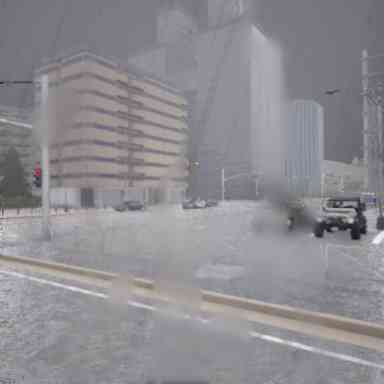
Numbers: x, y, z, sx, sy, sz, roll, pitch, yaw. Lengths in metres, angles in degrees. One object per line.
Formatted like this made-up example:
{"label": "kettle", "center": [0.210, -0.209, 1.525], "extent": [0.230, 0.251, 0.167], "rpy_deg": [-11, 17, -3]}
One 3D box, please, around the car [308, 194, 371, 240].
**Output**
{"label": "car", "center": [7.291, 1.191, 16.224], "extent": [1.905, 1.878, 3.866], "rpy_deg": [-1, 0, 34]}

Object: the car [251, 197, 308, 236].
{"label": "car", "center": [4.924, 1.222, 17.890], "extent": [1.932, 1.855, 4.605], "rpy_deg": [-1, 0, 34]}

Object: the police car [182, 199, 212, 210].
{"label": "police car", "center": [0.395, 1.820, 48.898], "extent": [2.038, 1.542, 4.974], "rpy_deg": [-1, 0, 34]}

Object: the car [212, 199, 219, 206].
{"label": "car", "center": [3.064, 1.904, 59.151], "extent": [1.812, 1.442, 4.674], "rpy_deg": [-1, 0, 34]}

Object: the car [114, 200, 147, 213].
{"label": "car", "center": [-7.906, 1.861, 42.983], "extent": [1.837, 1.490, 4.892], "rpy_deg": [-1, 0, 34]}
